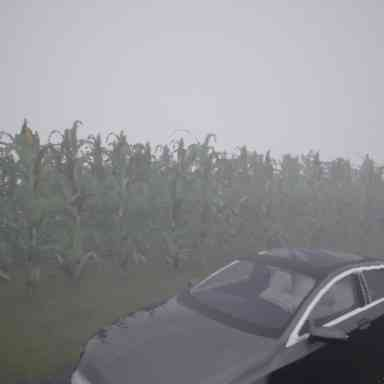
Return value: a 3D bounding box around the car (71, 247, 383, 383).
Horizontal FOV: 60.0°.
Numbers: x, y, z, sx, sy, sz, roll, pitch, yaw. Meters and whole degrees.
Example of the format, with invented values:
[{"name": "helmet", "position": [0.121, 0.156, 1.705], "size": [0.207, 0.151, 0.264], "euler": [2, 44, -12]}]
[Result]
[{"name": "car", "position": [1.153, 1.491, 3.885], "size": [4.902, 1.511, 2.128], "euler": [0, 0, -35]}]
